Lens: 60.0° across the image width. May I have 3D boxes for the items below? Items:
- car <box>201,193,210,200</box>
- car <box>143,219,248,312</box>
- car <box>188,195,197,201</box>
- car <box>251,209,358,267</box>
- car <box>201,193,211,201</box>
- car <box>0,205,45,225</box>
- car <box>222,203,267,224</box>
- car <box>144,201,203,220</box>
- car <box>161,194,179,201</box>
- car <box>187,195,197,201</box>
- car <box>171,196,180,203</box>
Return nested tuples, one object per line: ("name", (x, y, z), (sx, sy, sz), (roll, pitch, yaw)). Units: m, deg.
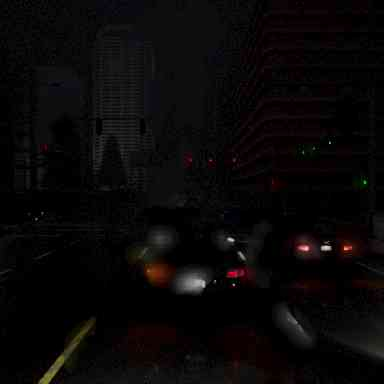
("car", (3.574, 1.207, 90.442), (2.150, 2.045, 5.566), (0, 0, 0))
("car", (0.075, 1.564, 7.778), (1.994, 1.385, 4.181), (0, 0, 0))
("car", (0.066, 1.534, 81.417), (2.033, 1.411, 5.357), (0, 0, 0))
("car", (3.599, 1.547, 11.398), (2.033, 1.411, 5.357), (0, 0, 0))
("car", (3.566, 1.493, 80.558), (1.837, 1.490, 4.892), (0, 0, 0))
("car", (-12.843, 1.551, 23.181), (4.718, 1.301, 1.895), (0, 0, 9))
("car", (4.474, 1.510, 23.833), (4.674, 1.442, 1.812), (0, 0, -1))
("car", (-1.499, 1.591, 27.277), (4.718, 1.301, 1.895), (0, 0, 0))
("car", (-3.554, 1.491, 50.726), (2.128, 1.511, 4.902), (0, 0, 0))
("car", (0.085, 1.501, 71.071), (1.837, 1.490, 4.892), (0, 0, 0))
("car", (-3.443, 1.524, 70.629), (1.812, 1.442, 4.674), (0, 0, 0))
